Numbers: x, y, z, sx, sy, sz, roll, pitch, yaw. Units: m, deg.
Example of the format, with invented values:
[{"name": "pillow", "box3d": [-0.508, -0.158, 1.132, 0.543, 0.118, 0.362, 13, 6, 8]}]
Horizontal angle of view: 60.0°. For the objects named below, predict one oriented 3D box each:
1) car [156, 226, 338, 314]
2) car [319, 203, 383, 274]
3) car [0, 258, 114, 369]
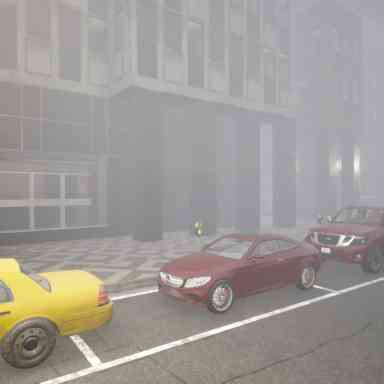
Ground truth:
[{"name": "car", "box3d": [1.227, 1.582, 7.521, 4.206, 1.307, 1.802, 0, 0, -35]}, {"name": "car", "box3d": [5.790, 1.315, 10.772, 5.009, 1.841, 2.192, 0, 0, -35]}, {"name": "car", "box3d": [-3.475, 1.525, 4.174, 4.829, 1.417, 1.752, 0, 0, -35]}]
